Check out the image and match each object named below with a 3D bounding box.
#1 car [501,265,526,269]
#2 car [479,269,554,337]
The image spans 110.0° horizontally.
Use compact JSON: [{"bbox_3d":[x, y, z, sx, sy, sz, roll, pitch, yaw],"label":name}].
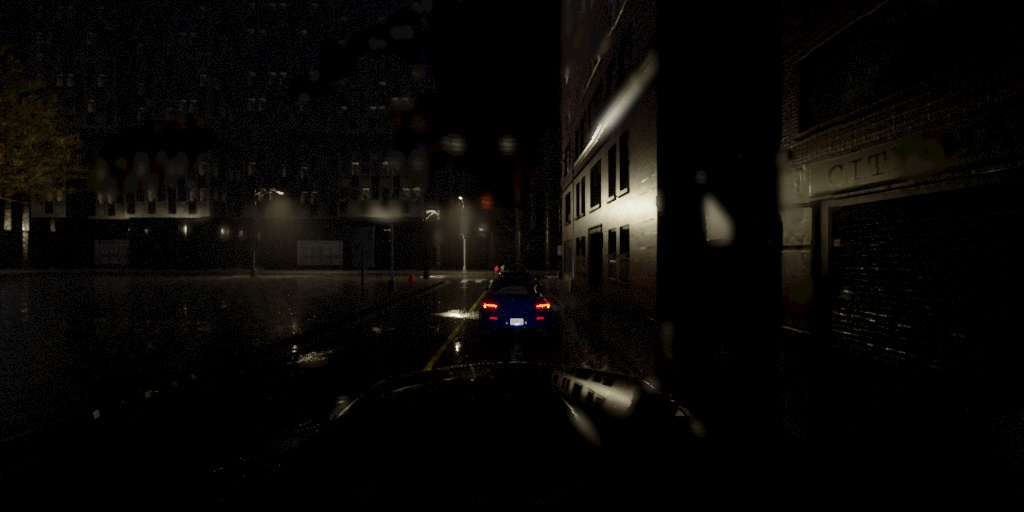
[{"bbox_3d":[0.098,1.233,20.277,2.128,1.511,4.902,0,0,1],"label":"car"},{"bbox_3d":[0.105,1.272,10.153,1.812,1.442,4.674,0,0,0],"label":"car"}]
